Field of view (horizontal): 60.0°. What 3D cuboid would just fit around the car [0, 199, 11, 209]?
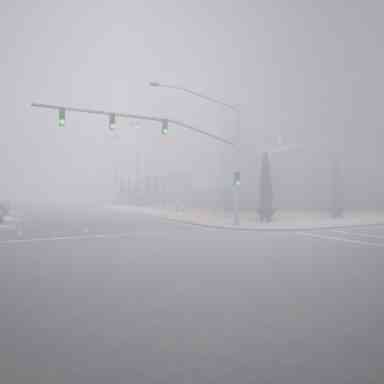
[{"bbox_3d":[-19.518,1.601,33.500,1.895,1.301,4.718,0,0,-27],"label":"car"}]

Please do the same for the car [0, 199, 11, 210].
[{"bbox_3d":[-24.306,1.601,42.684,1.895,1.301,4.718,0,0,-27],"label":"car"}]

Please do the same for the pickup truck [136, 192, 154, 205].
[{"bbox_3d":[-7.348,1.059,53.853,2.390,2.098,6.274,0,0,3],"label":"pickup truck"}]

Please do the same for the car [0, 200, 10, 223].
[{"bbox_3d":[-15.030,1.547,24.895,2.033,1.411,5.357,0,0,-27],"label":"car"}]
